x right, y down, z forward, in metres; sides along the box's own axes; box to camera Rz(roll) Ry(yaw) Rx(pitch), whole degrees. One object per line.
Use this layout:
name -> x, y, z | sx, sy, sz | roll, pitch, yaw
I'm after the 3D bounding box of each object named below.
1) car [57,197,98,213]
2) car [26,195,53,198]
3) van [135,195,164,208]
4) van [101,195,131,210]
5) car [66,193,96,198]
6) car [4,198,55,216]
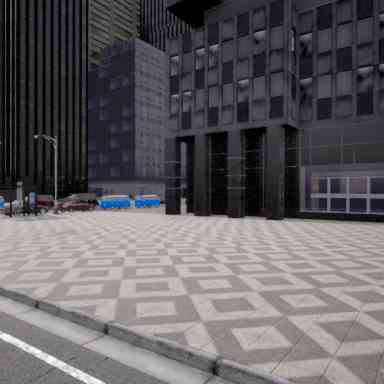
car -> -12.670, 1.576, 36.528 | 1.802, 1.307, 4.206 | 0, 0, 35
car -> -19.615, 1.285, 41.470 | 2.192, 1.841, 5.009 | 0, 0, 35
van -> -6.084, 1.330, 45.778 | 1.690, 1.788, 3.998 | 0, 0, 35
van -> -9.377, 1.332, 41.153 | 1.690, 1.788, 3.998 | 0, 0, 35
car -> -14.947, 1.195, 43.442 | 2.150, 2.045, 5.566 | 0, 0, 35
car -> -15.963, 1.549, 31.903 | 2.008, 1.369, 4.403 | 0, 0, 35
